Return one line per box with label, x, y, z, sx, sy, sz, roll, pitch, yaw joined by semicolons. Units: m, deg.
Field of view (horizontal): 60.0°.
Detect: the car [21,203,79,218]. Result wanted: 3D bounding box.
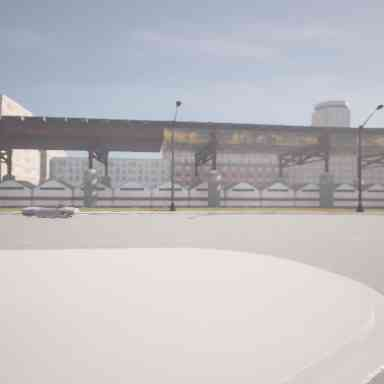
car;-12.842;1.684;30.260;4.718;1.301;1.895;0;0;-8
